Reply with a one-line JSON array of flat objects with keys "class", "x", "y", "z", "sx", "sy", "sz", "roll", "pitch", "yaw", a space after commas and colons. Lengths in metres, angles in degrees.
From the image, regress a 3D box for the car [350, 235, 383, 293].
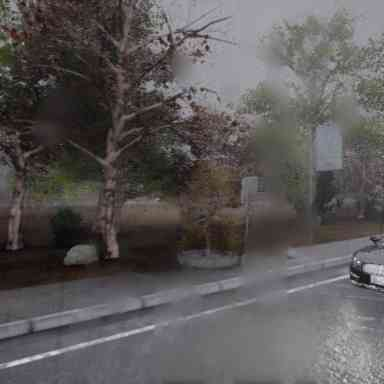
[{"class": "car", "x": 5.774, "y": 1.527, "z": 8.136, "sx": 4.902, "sy": 1.511, "sz": 2.128, "roll": 0, "pitch": 0, "yaw": -36}]
